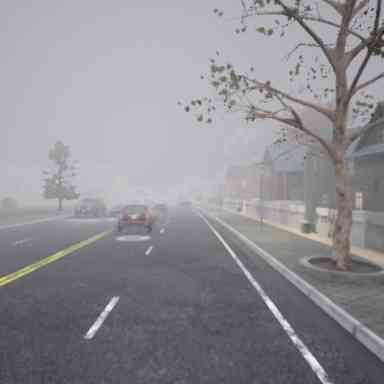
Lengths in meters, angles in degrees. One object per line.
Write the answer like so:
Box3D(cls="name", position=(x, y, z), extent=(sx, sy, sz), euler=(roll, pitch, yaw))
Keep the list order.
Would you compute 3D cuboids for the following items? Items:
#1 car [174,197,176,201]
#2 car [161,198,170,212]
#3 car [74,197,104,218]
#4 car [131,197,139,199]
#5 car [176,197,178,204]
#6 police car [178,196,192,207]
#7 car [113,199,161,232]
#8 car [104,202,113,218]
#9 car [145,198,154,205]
Box3D(cls="car", position=(-2.340, 1.905, 77.801), extent=(2.150, 2.045, 5.566), euler=(0, -1, -5))
Box3D(cls="car", position=(-4.316, 1.918, 45.771), extent=(1.812, 1.442, 4.674), euler=(0, 0, -3))
Box3D(cls="car", position=(-10.524, 1.531, 34.746), extent=(2.150, 2.045, 5.566), euler=(0, -1, -2))
Box3D(cls="car", position=(-12.857, 1.884, 74.866), extent=(2.097, 1.767, 4.553), euler=(0, -1, -5))
Box3D(cls="car", position=(-1.843, 1.974, 71.723), extent=(2.097, 1.767, 4.553), euler=(0, -1, -4))
Box3D(cls="police car", position=(-1.118, 1.955, 61.822), extent=(1.930, 1.638, 5.238), euler=(0, -1, -4))
Box3D(cls="car", position=(-3.435, 1.531, 21.639), extent=(2.097, 1.767, 4.553), euler=(0, -1, -1))
Box3D(cls="car", position=(-7.258, 1.845, 34.406), extent=(2.033, 1.411, 5.357), euler=(0, -1, -2))
Box3D(cls="car", position=(-9.613, 2.115, 75.077), extent=(1.895, 1.301, 4.718), euler=(0, -1, -5))
